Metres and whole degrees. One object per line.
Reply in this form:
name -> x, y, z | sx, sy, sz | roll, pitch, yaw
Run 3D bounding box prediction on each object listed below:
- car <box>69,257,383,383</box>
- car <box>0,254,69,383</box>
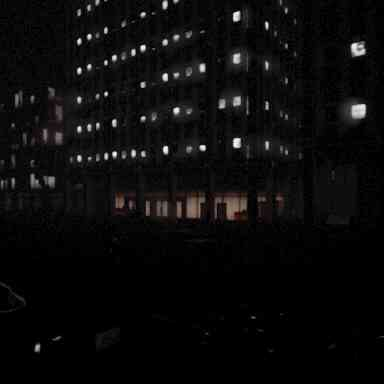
car -> 1.926, 1.314, 1.504 | 5.009, 1.841, 2.192 | 0, 0, 36
car -> -2.569, 1.575, 4.710 | 4.313, 1.339, 1.947 | 0, 0, 36
